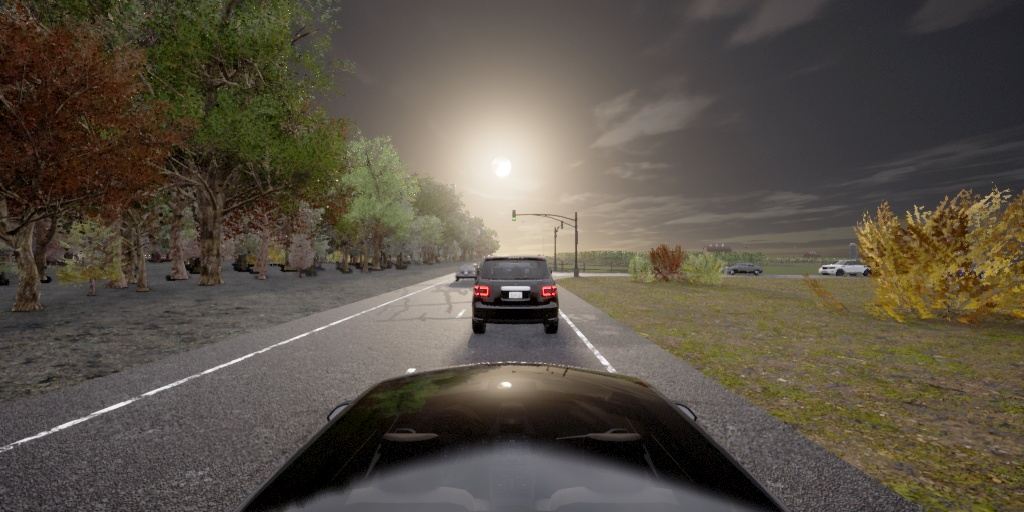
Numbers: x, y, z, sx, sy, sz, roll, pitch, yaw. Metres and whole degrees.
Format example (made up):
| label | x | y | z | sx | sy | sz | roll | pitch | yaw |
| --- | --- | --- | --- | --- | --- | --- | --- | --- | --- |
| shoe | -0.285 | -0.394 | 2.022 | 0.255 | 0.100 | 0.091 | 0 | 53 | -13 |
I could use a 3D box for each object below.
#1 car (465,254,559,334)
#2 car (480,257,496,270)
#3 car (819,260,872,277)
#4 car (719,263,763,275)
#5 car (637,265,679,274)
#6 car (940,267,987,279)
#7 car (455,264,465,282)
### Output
| label | x | y | z | sx | sy | sz | roll | pitch | yaw |
| --- | --- | --- | --- | --- | --- | --- | --- | --- | --- |
| car | 0.081 | 0.974 | 10.776 | 2.150 | 2.045 | 5.566 | 0 | 0 | 0 |
| car | -3.496 | 1.110 | 53.795 | 2.097 | 1.767 | 4.553 | 0 | 0 | 0 |
| car | 41.127 | 1.478 | 44.060 | 5.566 | 2.045 | 2.150 | 0 | -1 | 0 |
| car | 28.144 | 1.609 | 44.102 | 4.902 | 1.511 | 2.128 | 1 | -1 | 0 |
| car | 17.873 | 1.606 | 44.147 | 4.718 | 1.301 | 1.895 | 1 | -1 | 1 |
| car | 50.303 | 1.777 | 40.412 | 5.008 | 1.535 | 1.882 | 1 | -1 | 1 |
| car | -3.453 | 1.305 | 29.390 | 2.033 | 1.411 | 5.357 | 0 | 0 | 0 |
